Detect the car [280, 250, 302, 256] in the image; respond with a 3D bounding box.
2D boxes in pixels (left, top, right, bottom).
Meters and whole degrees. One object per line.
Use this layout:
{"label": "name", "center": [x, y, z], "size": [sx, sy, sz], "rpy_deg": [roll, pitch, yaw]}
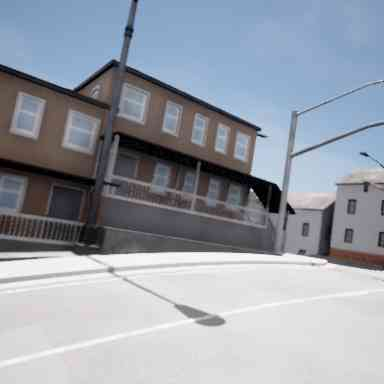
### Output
{"label": "car", "center": [8.481, 5.870, 29.448], "size": [1.994, 1.385, 4.181], "rpy_deg": [14, -16, -34]}
